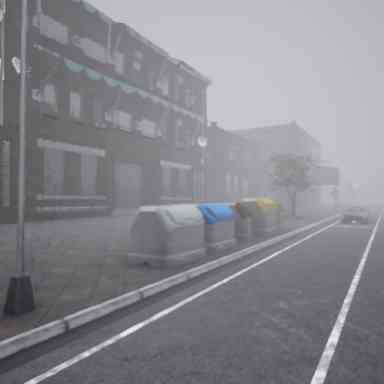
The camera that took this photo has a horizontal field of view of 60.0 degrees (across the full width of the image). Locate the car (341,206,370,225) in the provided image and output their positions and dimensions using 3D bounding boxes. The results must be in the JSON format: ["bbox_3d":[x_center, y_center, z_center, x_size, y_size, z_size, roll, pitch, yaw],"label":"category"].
[{"bbox_3d":[13.432,1.822,27.129,2.033,1.411,5.357,-1,0,31],"label":"car"}]
